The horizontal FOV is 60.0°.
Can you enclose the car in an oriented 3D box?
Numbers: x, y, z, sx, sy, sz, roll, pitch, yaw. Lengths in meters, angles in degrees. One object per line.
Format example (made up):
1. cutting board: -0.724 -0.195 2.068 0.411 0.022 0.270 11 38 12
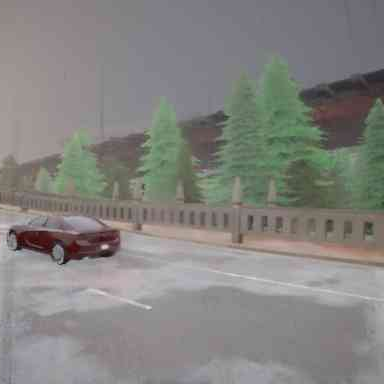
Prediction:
1. car: -4.665 1.460 11.840 5.008 1.535 1.882 3 1 37
